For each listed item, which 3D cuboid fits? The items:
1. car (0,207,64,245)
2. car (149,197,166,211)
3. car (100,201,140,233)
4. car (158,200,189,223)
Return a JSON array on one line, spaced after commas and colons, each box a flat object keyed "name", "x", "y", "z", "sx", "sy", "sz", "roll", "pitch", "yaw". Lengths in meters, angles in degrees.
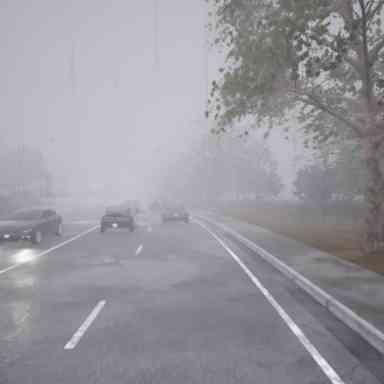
[{"name": "car", "x": -7.640, "y": 1.535, "z": 15.870, "sx": 1.837, "sy": 1.490, "sz": 4.892, "roll": 0, "pitch": 0, "yaw": -4}, {"name": "car", "x": -4.227, "y": 1.413, "z": 41.925, "sx": 2.097, "sy": 1.767, "sz": 4.553, "roll": 0, "pitch": 0, "yaw": -12}, {"name": "car", "x": -4.309, "y": 1.539, "z": 20.191, "sx": 1.837, "sy": 1.490, "sz": 4.892, "roll": 0, "pitch": 0, "yaw": -5}, {"name": "car", "x": -1.374, "y": 1.601, "z": 25.652, "sx": 1.994, "sy": 1.385, "sz": 4.181, "roll": 0, "pitch": 0, "yaw": -7}]
